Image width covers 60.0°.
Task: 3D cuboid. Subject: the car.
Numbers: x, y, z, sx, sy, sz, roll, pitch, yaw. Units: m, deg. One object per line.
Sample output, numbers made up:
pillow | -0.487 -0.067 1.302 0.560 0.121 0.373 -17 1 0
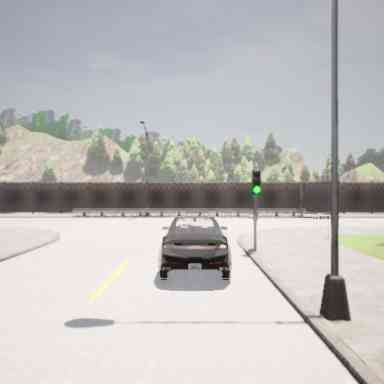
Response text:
car | 0.080 1.489 10.028 2.128 1.511 4.902 0 0 0
